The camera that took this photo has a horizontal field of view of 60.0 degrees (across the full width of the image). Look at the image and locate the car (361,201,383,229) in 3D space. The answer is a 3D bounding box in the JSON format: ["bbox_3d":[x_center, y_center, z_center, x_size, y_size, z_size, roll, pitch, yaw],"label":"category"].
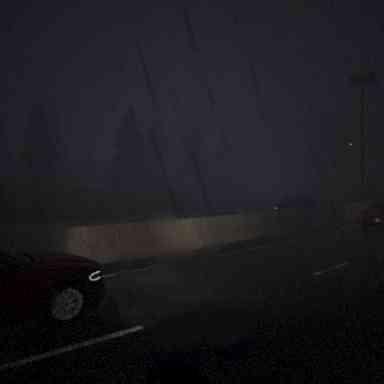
[{"bbox_3d":[11.368,1.265,19.200,1.882,1.535,5.008,0,1,43],"label":"car"}]

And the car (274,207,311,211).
[{"bbox_3d":[8.158,1.088,25.996,1.837,1.490,4.892,0,0,41],"label":"car"}]

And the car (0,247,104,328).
[{"bbox_3d":[-3.949,1.489,5.367,5.008,1.535,1.882,0,0,-36],"label":"car"}]
